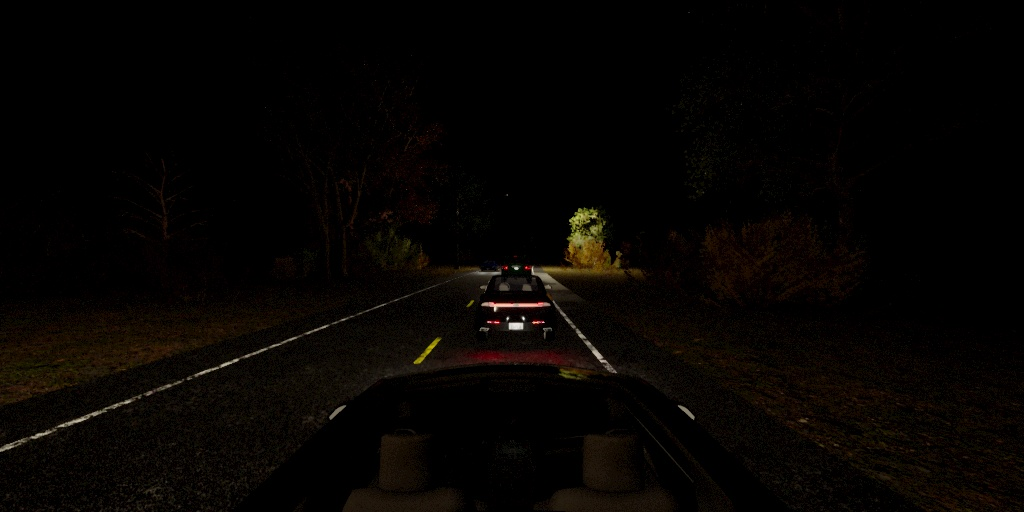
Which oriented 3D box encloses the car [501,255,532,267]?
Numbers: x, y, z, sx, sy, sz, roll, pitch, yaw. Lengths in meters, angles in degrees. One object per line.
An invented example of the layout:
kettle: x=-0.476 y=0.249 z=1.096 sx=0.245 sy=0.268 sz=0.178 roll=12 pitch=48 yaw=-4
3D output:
car: x=0.350 y=0.951 z=27.185 sx=2.150 sy=2.045 sz=5.566 roll=0 pitch=0 yaw=1

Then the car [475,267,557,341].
car: x=0.101 y=1.237 z=9.842 sx=2.128 sy=1.511 sz=4.902 roll=0 pitch=0 yaw=0

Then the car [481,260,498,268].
car: x=-2.741 y=1.228 z=44.435 sx=1.812 sy=1.442 sz=4.674 roll=0 pitch=0 yaw=3
